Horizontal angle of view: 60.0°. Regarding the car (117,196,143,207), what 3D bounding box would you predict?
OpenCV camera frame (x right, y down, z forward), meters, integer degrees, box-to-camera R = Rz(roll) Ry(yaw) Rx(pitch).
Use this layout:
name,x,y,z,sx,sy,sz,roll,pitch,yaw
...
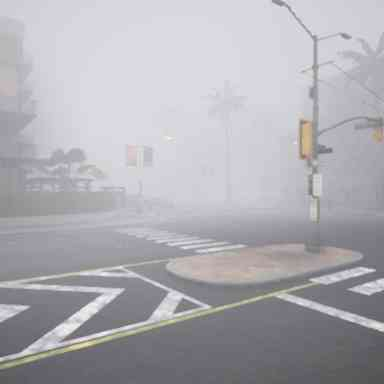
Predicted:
name,x,y,z,sx,sy,sz,roll,pitch,yaw
car,-9.954,1.486,53.115,2.128,1.511,4.902,0,0,-35

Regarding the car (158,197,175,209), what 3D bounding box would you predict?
name,x,y,z,sx,sy,sz,roll,pitch,yaw
car,-4.152,1.499,44.818,1.837,1.490,4.892,0,0,-35

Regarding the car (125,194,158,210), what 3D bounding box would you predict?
name,x,y,z,sx,sy,sz,roll,pitch,yaw
car,-6.961,1.216,42.727,2.150,2.045,5.566,0,0,-35
